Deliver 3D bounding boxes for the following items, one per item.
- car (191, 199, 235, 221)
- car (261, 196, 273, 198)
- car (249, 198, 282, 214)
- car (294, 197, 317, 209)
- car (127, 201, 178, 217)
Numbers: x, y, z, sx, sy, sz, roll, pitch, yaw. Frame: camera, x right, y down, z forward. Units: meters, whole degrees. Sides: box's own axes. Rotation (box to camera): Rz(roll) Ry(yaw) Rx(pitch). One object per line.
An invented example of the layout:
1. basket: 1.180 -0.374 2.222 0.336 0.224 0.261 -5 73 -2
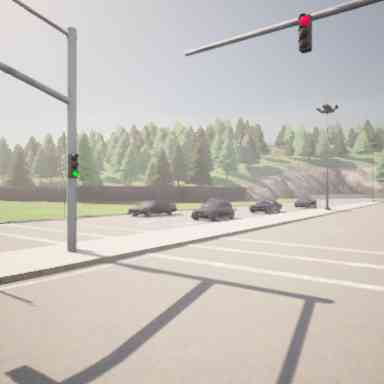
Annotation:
1. car: 1.722 1.544 26.743 1.994 1.385 4.181 0 0 36
2. car: 11.561 1.477 52.046 1.837 1.490 4.892 0 0 37
3. car: 7.785 1.581 35.057 1.895 1.301 4.718 0 0 36
4. car: 15.626 1.458 45.768 1.882 1.535 5.008 0 1 36
5. car: -3.590 1.518 31.336 2.033 1.411 5.357 0 0 36
